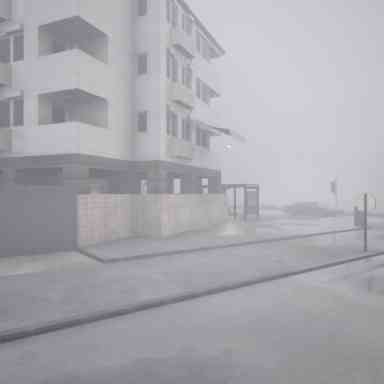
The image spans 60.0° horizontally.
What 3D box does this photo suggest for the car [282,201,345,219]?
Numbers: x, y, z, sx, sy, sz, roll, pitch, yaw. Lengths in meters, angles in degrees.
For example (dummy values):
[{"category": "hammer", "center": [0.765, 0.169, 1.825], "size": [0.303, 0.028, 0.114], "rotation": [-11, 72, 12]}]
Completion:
[{"category": "car", "center": [10.619, 1.547, 29.488], "size": [2.033, 1.411, 5.357], "rotation": [0, 0, -36]}]
